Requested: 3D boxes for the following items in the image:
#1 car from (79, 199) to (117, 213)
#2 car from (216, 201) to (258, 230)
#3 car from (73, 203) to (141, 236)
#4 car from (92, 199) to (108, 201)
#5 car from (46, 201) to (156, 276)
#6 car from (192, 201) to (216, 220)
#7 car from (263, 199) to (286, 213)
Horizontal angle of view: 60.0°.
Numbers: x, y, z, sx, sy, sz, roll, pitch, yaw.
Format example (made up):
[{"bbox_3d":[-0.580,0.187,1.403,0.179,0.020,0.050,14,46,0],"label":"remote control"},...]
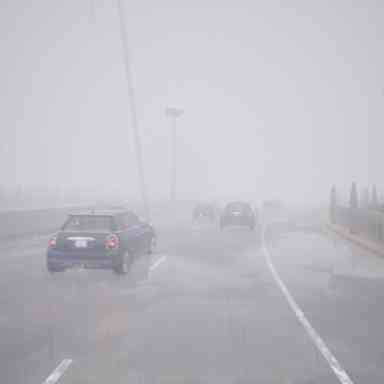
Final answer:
[{"bbox_3d":[-10.411,1.487,37.056,1.994,1.385,4.181,0,0,21],"label":"car"},{"bbox_3d":[3.172,1.367,21.728,2.097,1.767,4.553,0,0,15],"label":"car"},{"bbox_3d":[-4.651,1.469,19.152,1.837,1.490,4.892,0,0,12],"label":"car"},{"bbox_3d":[-8.067,1.540,33.374,1.895,1.301,4.718,0,0,20],"label":"car"},{"bbox_3d":[-2.567,1.332,10.543,2.097,1.767,4.553,0,0,7],"label":"car"},{"bbox_3d":[1.463,1.507,28.131,1.837,1.490,4.892,0,0,18],"label":"car"},{"bbox_3d":[9.578,1.529,38.558,1.882,1.535,5.008,0,0,26],"label":"car"}]
